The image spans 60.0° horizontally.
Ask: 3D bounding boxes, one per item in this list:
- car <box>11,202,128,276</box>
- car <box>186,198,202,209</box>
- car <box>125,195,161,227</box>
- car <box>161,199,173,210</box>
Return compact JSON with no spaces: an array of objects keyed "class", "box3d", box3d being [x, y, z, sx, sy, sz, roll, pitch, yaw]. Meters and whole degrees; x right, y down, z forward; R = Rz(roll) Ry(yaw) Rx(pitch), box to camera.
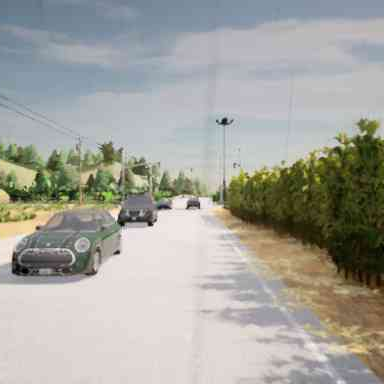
[{"class":"car","box3d":[-3.596,1.356,10.389,2.097,1.767,4.553,0,0,0]},{"class":"car","box3d":[0.252,1.525,44.813,1.837,1.490,4.892,0,0,2]},{"class":"car","box3d":[-3.611,1.226,23.140,2.150,2.045,5.566,0,1,-1]},{"class":"car","box3d":[-3.406,1.565,42.668,2.033,1.411,5.357,0,0,1]}]
